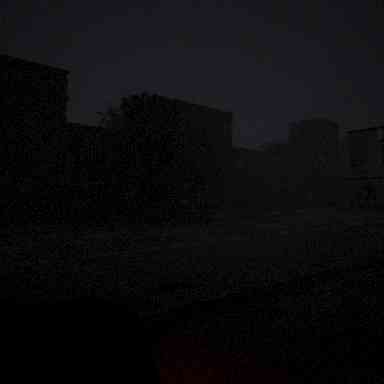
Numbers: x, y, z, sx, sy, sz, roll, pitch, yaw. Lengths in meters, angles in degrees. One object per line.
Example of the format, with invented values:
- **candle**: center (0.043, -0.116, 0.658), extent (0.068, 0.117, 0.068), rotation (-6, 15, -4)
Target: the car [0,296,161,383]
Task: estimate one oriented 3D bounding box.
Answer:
- **car**: center (-2.546, 1.486, 1.745), extent (5.008, 1.535, 1.882), rotation (0, 0, -38)
